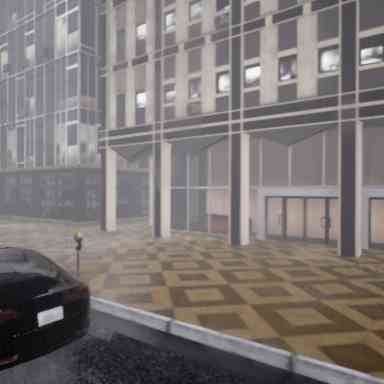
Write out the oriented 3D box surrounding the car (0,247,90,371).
[{"bbox_3d":[-3.437,1.568,5.320,4.313,1.339,1.947,0,0,35],"label":"car"}]
